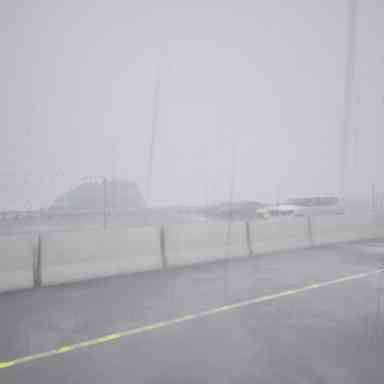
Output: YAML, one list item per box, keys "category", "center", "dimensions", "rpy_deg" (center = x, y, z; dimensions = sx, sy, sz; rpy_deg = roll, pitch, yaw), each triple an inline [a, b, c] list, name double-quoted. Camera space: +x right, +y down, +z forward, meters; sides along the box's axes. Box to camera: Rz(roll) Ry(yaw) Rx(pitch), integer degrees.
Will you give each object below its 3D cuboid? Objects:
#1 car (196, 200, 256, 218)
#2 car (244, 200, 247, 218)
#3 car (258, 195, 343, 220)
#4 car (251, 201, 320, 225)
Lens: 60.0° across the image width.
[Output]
- category: "car"
  center: [3.154, 1.508, 30.556]
  dimensions: [5.357, 1.411, 2.033]
  rpy_deg: [0, 0, -29]
- category: "car"
  center: [4.222, 1.472, 27.106]
  dimensions: [4.892, 1.490, 1.837]
  rpy_deg: [0, 0, -29]
- category: "car"
  center: [7.091, 1.203, 20.716]
  dimensions: [5.566, 2.045, 2.150]
  rpy_deg: [0, 0, -30]
- category: "car"
  center: [6.942, 1.453, 24.626]
  dimensions: [5.008, 1.535, 1.882]
  rpy_deg: [0, 0, -29]
